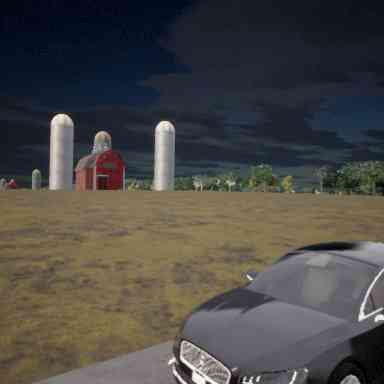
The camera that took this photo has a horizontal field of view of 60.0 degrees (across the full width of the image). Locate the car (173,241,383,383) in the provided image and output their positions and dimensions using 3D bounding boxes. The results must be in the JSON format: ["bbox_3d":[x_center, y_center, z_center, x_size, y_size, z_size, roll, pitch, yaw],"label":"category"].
[{"bbox_3d":[2.045,1.505,4.517,4.892,1.490,1.837,0,0,-35],"label":"car"}]
